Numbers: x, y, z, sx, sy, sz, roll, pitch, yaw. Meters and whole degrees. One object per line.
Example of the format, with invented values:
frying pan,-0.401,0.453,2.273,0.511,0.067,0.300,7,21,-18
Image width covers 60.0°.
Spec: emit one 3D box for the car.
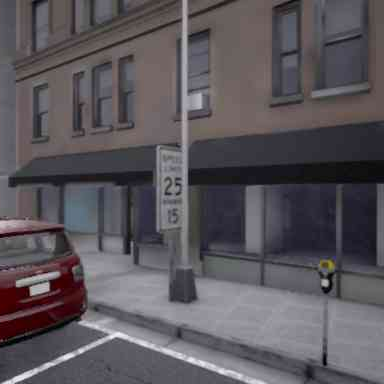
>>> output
car,-3.937,1.379,5.761,5.009,1.841,2.192,-1,0,36
